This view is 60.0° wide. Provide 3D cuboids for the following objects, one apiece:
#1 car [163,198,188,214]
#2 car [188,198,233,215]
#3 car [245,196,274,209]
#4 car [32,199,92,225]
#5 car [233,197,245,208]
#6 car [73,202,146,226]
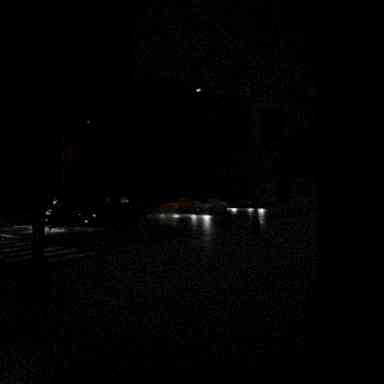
[{"bbox_3d":[-1.002,1.364,34.681,1.882,1.535,5.008,0,0,35],"label":"car"},{"bbox_3d":[1.922,1.404,33.182,1.812,1.442,4.674,0,0,35],"label":"car"},{"bbox_3d":[9.178,1.331,43.383,1.837,1.490,4.892,0,0,36],"label":"car"},{"bbox_3d":[-8.856,1.296,23.585,2.097,1.767,4.553,0,0,35],"label":"car"},{"bbox_3d":[5.939,1.399,44.447,1.994,1.385,4.181,0,0,35],"label":"car"},{"bbox_3d":[-5.408,1.533,22.832,1.895,1.301,4.718,0,0,35],"label":"car"}]
